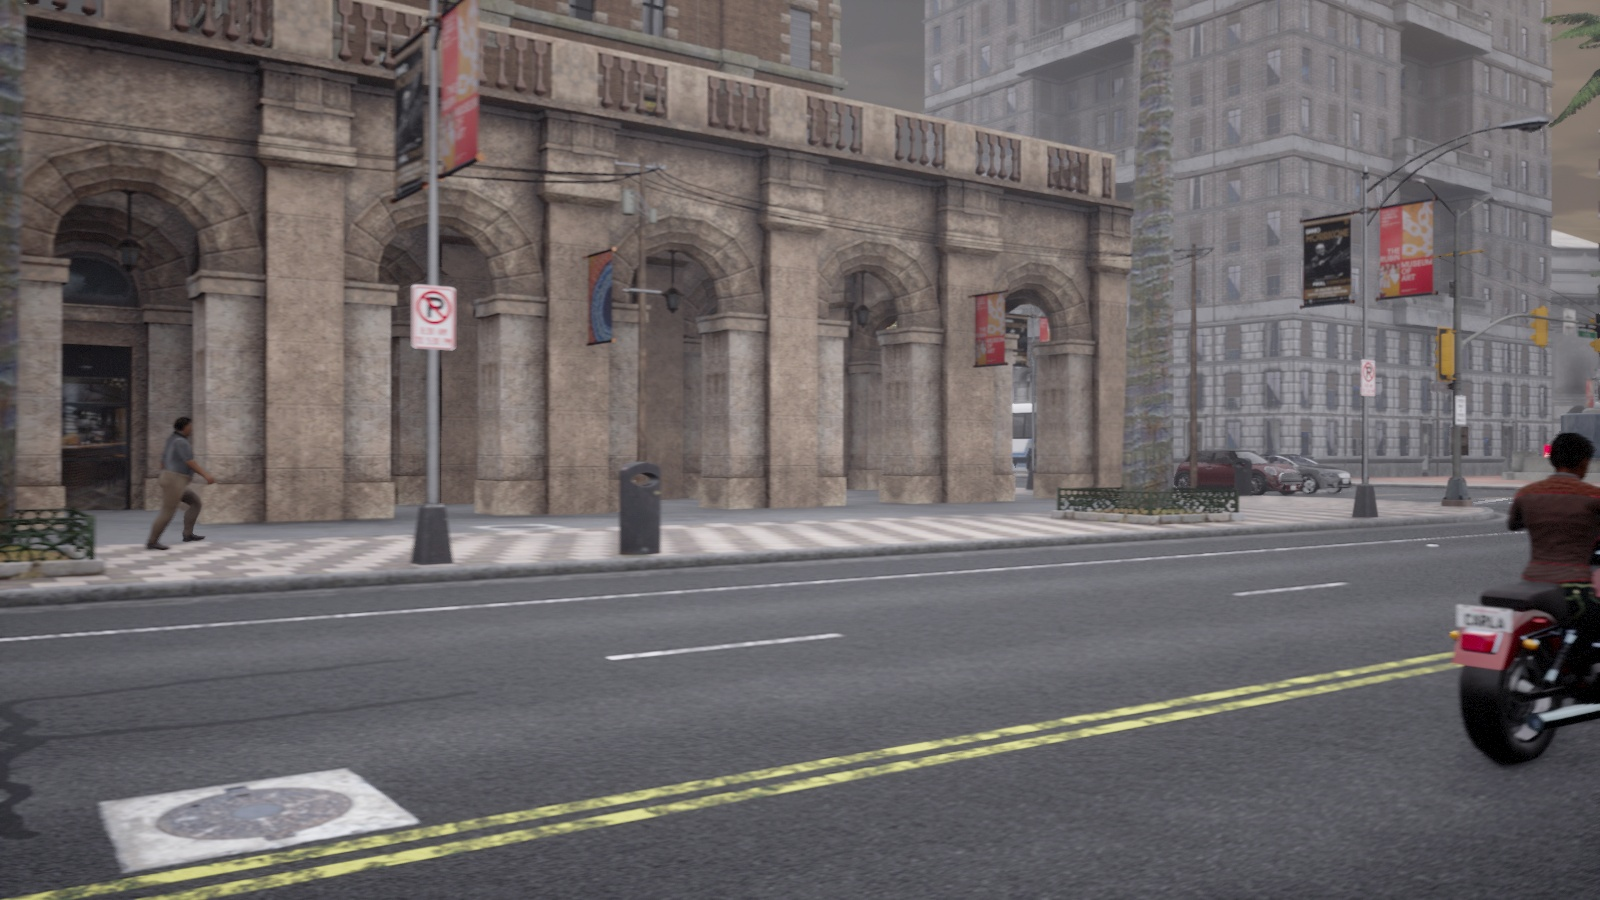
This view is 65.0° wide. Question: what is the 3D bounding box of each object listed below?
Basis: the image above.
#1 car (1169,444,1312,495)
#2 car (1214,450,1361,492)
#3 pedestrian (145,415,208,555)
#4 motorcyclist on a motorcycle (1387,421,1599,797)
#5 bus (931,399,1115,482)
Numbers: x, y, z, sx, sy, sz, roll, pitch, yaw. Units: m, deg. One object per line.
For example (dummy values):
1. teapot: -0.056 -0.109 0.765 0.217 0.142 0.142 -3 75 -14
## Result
1. car: 16.059 0.683 46.006 2.097 1.767 4.553 0 0 -35
2. car: 18.693 0.781 48.337 2.128 1.511 4.902 0 0 -35
3. pedestrian: -8.447 0.462 17.008 0.694 1.848 0.540 0 0 -36
4. motorcyclist on a motorcycle: 4.050 0.703 6.495 2.350 1.649 0.766 0 0 -35
5. bus: 12.161 -0.485 69.753 3.944 4.253 10.273 0 0 -35
